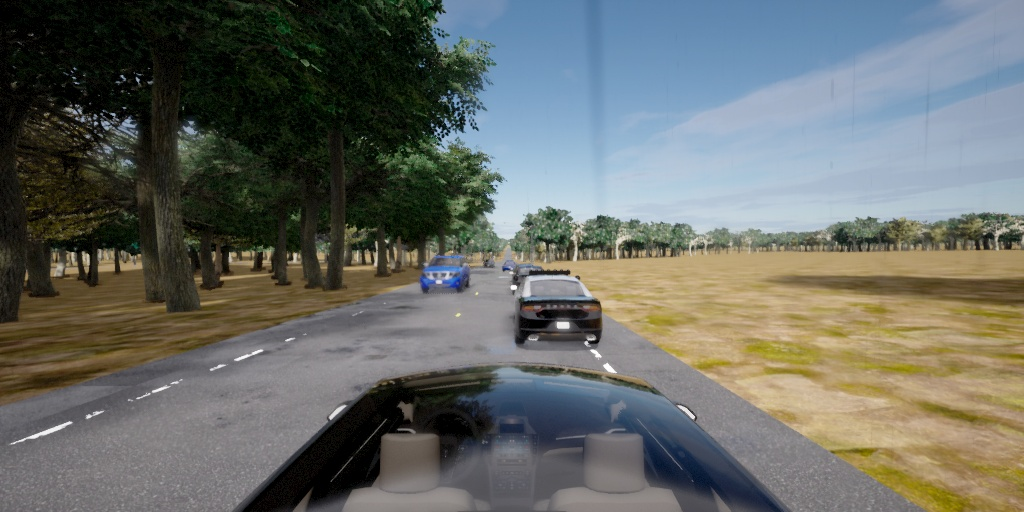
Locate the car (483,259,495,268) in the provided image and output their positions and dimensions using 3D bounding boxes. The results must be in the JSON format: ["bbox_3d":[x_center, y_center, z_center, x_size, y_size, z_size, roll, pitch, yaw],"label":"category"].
[{"bbox_3d":[-3.972,1.338,62.013,1.837,1.490,4.892,0,0,0],"label":"car"}]

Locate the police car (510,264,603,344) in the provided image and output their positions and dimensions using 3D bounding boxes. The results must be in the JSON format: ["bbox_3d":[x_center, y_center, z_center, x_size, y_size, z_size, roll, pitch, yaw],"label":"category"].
[{"bbox_3d":[0.998,1.173,9.701,1.930,1.638,5.238,0,0,0],"label":"police car"}]

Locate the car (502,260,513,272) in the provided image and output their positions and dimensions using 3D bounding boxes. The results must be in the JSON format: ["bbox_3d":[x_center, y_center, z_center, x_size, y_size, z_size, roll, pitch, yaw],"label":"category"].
[{"bbox_3d":[-0.273,1.345,47.289,1.994,1.385,4.181,0,0,0],"label":"car"}]

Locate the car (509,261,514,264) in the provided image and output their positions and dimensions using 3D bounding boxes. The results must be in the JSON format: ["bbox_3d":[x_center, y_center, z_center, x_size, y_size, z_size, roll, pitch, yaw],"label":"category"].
[{"bbox_3d":[0.893,1.278,25.596,1.812,1.442,4.674,0,0,0],"label":"car"}]

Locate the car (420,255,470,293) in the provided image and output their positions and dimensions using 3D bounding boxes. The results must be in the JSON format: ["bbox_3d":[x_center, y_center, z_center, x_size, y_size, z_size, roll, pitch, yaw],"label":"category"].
[{"bbox_3d":[-3.726,0.972,20.966,2.150,2.045,5.566,0,0,0],"label":"car"}]

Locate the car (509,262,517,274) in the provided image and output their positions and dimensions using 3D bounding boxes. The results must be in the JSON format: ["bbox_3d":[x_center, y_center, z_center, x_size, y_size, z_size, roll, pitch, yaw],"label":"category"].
[{"bbox_3d":[0.932,1.255,19.593,1.837,1.490,4.892,0,0,0],"label":"car"}]
